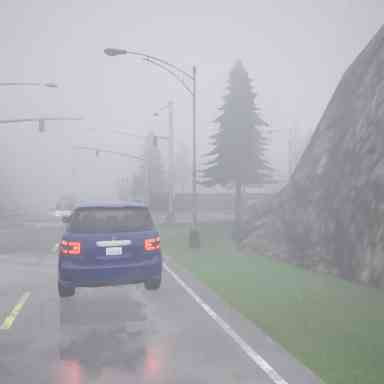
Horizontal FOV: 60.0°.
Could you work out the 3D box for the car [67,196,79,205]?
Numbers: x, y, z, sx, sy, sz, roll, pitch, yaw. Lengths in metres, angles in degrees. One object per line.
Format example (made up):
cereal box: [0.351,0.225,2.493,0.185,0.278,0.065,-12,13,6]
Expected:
car: [-22.195,1.564,62.140,1.994,1.385,4.181,0,0,-17]

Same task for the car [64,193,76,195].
car: [-19.359,1.222,52.641,2.150,2.045,5.566,0,0,-17]

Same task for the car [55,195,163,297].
car: [-2.248,1.221,8.924,2.150,2.045,5.566,0,0,-16]

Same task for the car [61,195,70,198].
car: [-16.394,1.492,42.874,2.128,1.511,4.902,0,0,-17]

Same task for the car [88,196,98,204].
car: [-19.240,1.526,64.582,1.812,1.442,4.674,0,0,-17]

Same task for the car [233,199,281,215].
car: [6.511,1.505,33.284,4.892,1.490,1.837,0,0,-18]
